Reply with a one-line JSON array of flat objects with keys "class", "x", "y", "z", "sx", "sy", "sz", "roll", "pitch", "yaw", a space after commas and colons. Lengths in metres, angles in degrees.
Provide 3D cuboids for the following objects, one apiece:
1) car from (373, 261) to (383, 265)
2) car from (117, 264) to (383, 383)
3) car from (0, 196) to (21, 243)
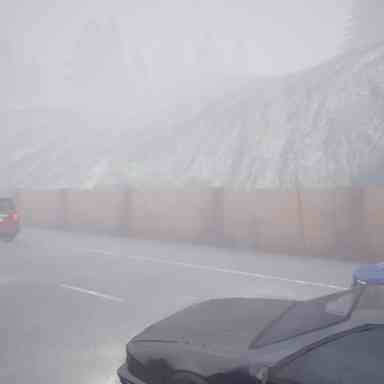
[{"class": "car", "x": 5.009, "y": 1.479, "z": 4.686, "sx": 5.008, "sy": 1.535, "sz": 1.882, "roll": 0, "pitch": 0, "yaw": 35}, {"class": "car", "x": 1.872, "y": 1.547, "z": 2.605, "sx": 5.357, "sy": 1.411, "sz": 2.033, "roll": 0, "pitch": 0, "yaw": 34}, {"class": "car", "x": -9.881, "y": 1.201, "z": 14.743, "sx": 5.566, "sy": 2.045, "sz": 2.150, "roll": 0, "pitch": 0, "yaw": 34}]
